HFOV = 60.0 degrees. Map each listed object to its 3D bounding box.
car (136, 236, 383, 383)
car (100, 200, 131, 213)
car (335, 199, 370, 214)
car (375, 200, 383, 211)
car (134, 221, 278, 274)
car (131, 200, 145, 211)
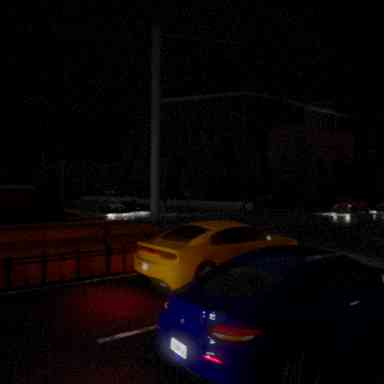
[{"bbox_3d":[1.731,1.549,4.979,4.674,1.442,1.812,0,0,-35],"label":"car"},{"bbox_3d":[-8.990,1.604,37.629,1.812,1.442,4.674,0,0,-33],"label":"car"},{"bbox_3d":[18.762,1.558,38.918,4.553,1.767,2.097,0,0,-34],"label":"car"},{"bbox_3d":[26.056,1.750,43.994,4.674,1.442,1.812,-1,0,-35],"label":"car"},{"bbox_3d":[0.895,1.509,8.913,5.008,1.535,1.882,0,0,-39],"label":"car"},{"bbox_3d":[-7.724,1.699,42.071,1.895,1.301,4.718,0,0,-34],"label":"car"}]
